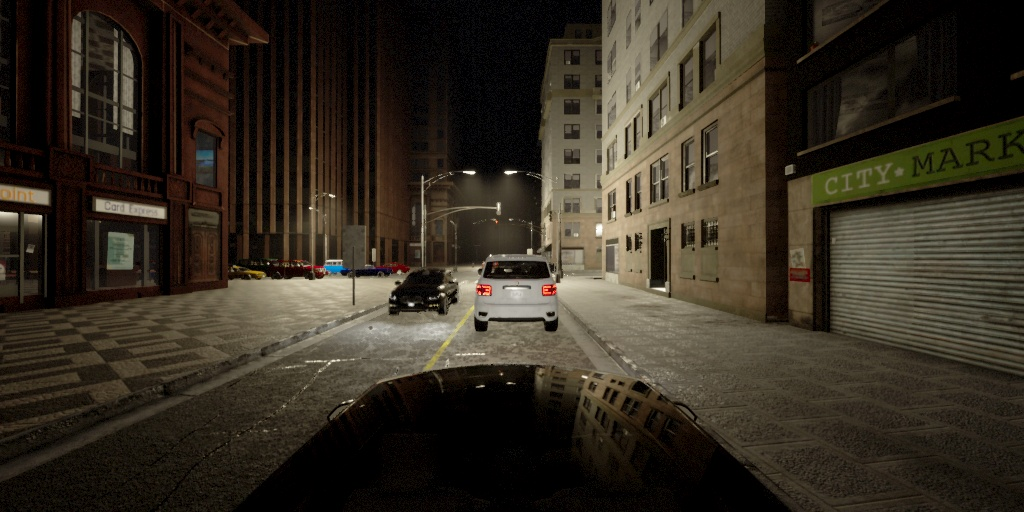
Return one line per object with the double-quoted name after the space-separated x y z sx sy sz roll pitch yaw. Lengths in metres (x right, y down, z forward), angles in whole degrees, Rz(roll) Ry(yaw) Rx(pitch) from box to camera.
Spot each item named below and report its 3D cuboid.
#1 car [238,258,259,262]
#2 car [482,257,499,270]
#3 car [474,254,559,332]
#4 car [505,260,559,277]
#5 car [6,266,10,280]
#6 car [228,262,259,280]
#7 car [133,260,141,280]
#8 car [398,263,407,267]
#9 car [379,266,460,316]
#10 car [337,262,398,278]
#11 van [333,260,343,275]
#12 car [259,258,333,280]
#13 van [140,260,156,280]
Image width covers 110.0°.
-24.110 1.247 35.314 5.566 2.045 2.150 -1 0 -1 "car"
-3.111 1.097 51.765 2.097 1.767 4.553 0 0 1 "car"
0.100 0.974 11.046 2.150 2.045 5.566 0 0 0 "car"
2.022 1.204 35.635 4.902 1.511 2.128 -1 0 -26 "car"
-47.742 1.849 32.834 4.403 1.370 2.007 0 0 0 "car"
-25.076 1.552 32.753 4.829 1.417 1.751 0 0 0 "car"
-34.466 1.373 35.370 5.566 2.045 2.150 -1 0 0 "car"
-13.976 1.477 41.239 4.507 1.381 1.888 0 0 0 "car"
-3.107 1.259 13.469 1.837 1.490 4.892 0 0 0 "car"
-14.145 1.506 35.285 4.718 1.301 1.895 -1 0 0 "car"
-19.600 1.341 41.259 3.998 1.789 1.690 0 0 0 "van"
-19.621 1.273 32.733 5.009 1.841 2.192 0 0 0 "car"
-30.870 1.436 32.774 3.998 1.789 1.690 0 0 0 "van"
